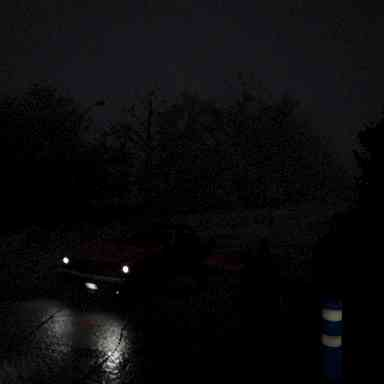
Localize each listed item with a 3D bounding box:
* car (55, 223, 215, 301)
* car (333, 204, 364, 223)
[{"bbox_3d":[-1.033,1.500,8.382,1.895,1.301,4.718,2,0,24],"label":"car"},{"bbox_3d":[12.006,1.468,22.314,2.163,1.488,4.792,-2,2,-43],"label":"car"}]
